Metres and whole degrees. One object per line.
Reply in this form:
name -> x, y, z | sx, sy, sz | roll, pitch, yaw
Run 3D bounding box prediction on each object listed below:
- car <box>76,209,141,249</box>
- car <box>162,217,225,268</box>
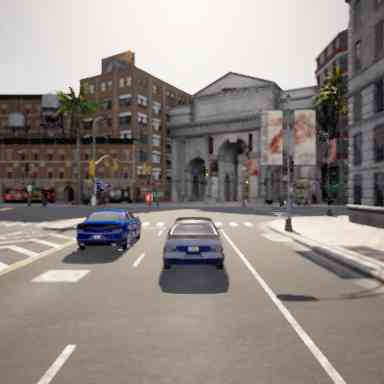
car -> -3.432, 1.484, 14.535 | 1.882, 1.535, 5.008 | 0, 0, 0
car -> 0.055, 1.552, 11.293 | 2.033, 1.411, 5.357 | 0, 0, 0
